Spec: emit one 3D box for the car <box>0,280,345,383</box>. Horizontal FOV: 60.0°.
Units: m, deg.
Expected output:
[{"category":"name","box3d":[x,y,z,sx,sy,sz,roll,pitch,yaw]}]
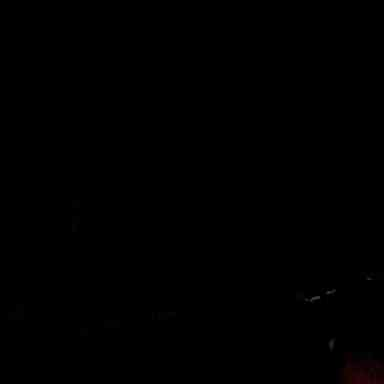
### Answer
[{"category":"car","box3d":[-0.947,1.542,2.520,5.357,1.411,2.033,0,0,-37]}]
